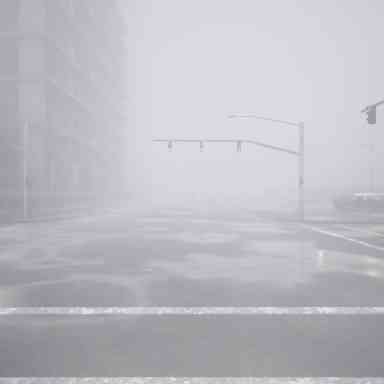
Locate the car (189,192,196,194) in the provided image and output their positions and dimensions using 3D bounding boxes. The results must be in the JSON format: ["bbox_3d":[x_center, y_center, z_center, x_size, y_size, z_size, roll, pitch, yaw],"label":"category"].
[{"bbox_3d":[0.129,1.112,73.913,2.150,2.045,5.566,0,0,0],"label":"car"}]

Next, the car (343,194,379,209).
[{"bbox_3d":[25.295,1.436,49.559,3.905,1.438,1.784,0,0,1],"label":"car"}]

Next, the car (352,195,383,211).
[{"bbox_3d":[25.257,1.466,46.664,3.806,1.475,1.970,0,0,1],"label":"car"}]

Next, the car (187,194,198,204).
[{"bbox_3d":[0.066,1.568,63.462,2.033,1.411,5.357,0,0,0],"label":"car"}]

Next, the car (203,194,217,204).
[{"bbox_3d":[3.568,1.547,63.857,1.812,1.442,4.674,0,0,0],"label":"car"}]

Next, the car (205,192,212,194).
[{"bbox_3d":[3.629,1.112,73.892,2.150,2.045,5.566,0,0,0],"label":"car"}]

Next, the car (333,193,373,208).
[{"bbox_3d":[25.280,1.226,52.243,4.605,1.855,1.932,0,0,1],"label":"car"}]
